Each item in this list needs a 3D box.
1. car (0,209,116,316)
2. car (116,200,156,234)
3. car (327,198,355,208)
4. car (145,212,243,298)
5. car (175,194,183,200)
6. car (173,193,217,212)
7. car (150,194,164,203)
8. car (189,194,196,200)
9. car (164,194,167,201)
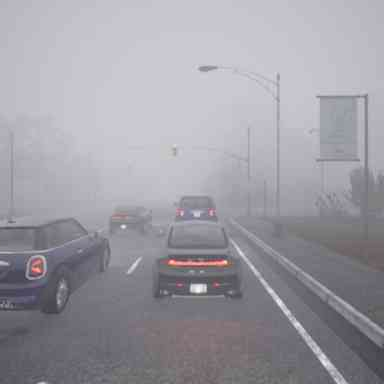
[{"bbox_3d":[-3.384,1.327,7.633,2.097,1.767,4.553,0,0,0],"label":"car"},{"bbox_3d":[-3.360,1.445,18.773,1.837,1.490,4.892,0,0,0],"label":"car"},{"bbox_3d":[19.905,1.414,41.833,5.357,1.411,2.033,0,0,3],"label":"car"},{"bbox_3d":[0.118,1.478,8.399,1.837,1.490,4.892,0,0,0],"label":"car"},{"bbox_3d":[-3.312,1.201,85.957,1.882,1.535,5.008,0,0,0],"label":"car"},{"bbox_3d":[0.163,1.164,18.246,2.150,2.045,5.566,0,0,-2],"label":"car"},{"bbox_3d":[-6.903,1.326,63.360,1.812,1.442,4.674,0,0,1],"label":"car"},{"bbox_3d":[0.187,1.201,85.949,1.882,1.535,5.008,0,0,0],"label":"car"},{"bbox_3d":[-6.828,1.292,78.823,2.033,1.411,5.357,0,0,0],"label":"car"}]
